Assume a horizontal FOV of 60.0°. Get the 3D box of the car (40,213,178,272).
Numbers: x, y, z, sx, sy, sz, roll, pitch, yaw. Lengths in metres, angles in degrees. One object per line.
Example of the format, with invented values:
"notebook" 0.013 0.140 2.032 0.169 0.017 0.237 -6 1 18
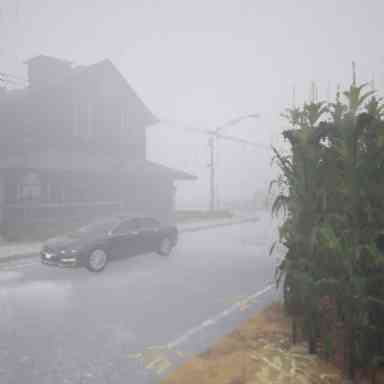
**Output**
"car" -2.460 1.491 10.980 1.837 1.490 4.892 0 0 36
